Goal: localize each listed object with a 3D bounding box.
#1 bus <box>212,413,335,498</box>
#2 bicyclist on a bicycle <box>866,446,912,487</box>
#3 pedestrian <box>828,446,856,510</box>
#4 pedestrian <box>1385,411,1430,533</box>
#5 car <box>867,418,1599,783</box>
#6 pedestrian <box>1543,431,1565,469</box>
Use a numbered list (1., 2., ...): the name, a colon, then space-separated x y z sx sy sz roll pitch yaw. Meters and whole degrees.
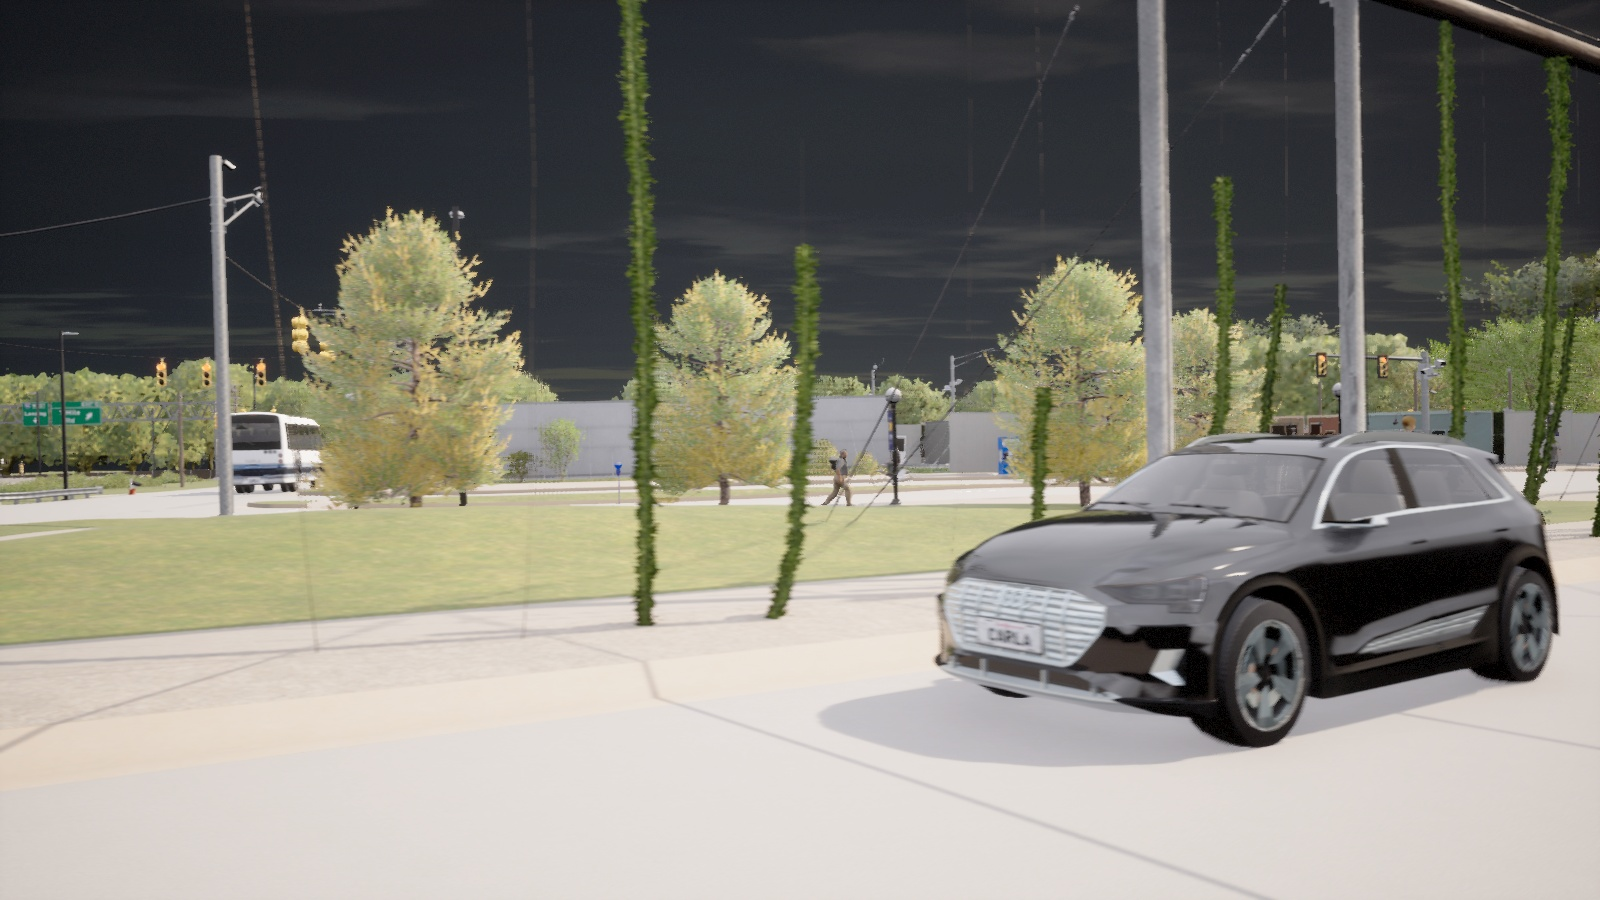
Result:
1. bus: -29.055 0.314 69.902 3.944 4.253 10.273 -2 0 -10
2. bicyclist on a bicycle: 3.897 0.709 54.993 1.843 1.776 0.659 -1 1 -10
3. pedestrian: 1.235 0.819 37.074 0.694 1.848 0.540 -2 1 -10
4. pedestrian: 9.315 0.332 19.244 0.594 1.836 0.345 -2 1 -35
5. car: 2.946 0.676 7.942 4.856 1.649 2.033 0 0 -37
6. pedestrian: 39.250 0.016 65.366 0.659 1.952 0.873 -1 1 11
